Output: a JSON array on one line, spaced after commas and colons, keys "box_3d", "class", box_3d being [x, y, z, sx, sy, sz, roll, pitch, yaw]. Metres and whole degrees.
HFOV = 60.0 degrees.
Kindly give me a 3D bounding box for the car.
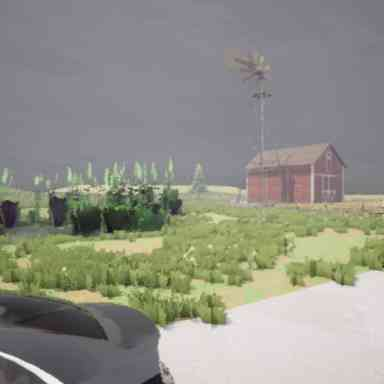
[{"box_3d": [-2.397, 1.501, 1.772, 4.892, 1.490, 1.837, 0, 0, -35], "class": "car"}]
